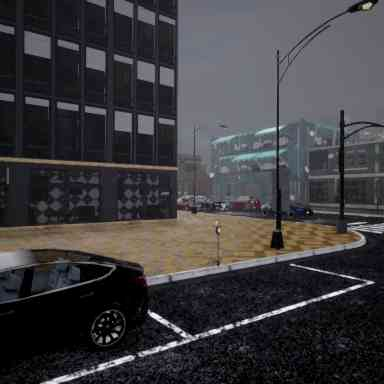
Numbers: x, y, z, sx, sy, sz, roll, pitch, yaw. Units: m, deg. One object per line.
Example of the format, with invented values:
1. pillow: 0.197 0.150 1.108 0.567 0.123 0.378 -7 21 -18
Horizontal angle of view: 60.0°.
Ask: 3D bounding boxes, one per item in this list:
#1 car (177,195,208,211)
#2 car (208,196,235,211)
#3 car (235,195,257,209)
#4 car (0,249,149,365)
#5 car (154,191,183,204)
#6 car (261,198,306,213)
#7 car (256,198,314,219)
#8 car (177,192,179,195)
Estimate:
1. car: -0.699 1.231 33.738 1.802 1.307 4.206 1 0 -36
2. car: 1.716 1.160 34.815 2.128 1.511 4.902 0 1 -36
3. car: 6.062 1.130 38.692 1.967 1.590 4.097 1 0 -36
4. car: -2.680 1.566 4.643 4.313 1.339 1.947 0 0 -35
5. car: -3.769 0.794 52.111 2.192 1.841 5.009 1 0 -36
6. car: 9.339 1.340 34.217 1.802 1.307 4.206 1 0 -36
7. car: 7.592 1.355 26.790 1.994 1.385 4.181 0 1 -36
8. car: -0.496 1.101 47.638 2.008 1.369 4.403 1 0 -36
